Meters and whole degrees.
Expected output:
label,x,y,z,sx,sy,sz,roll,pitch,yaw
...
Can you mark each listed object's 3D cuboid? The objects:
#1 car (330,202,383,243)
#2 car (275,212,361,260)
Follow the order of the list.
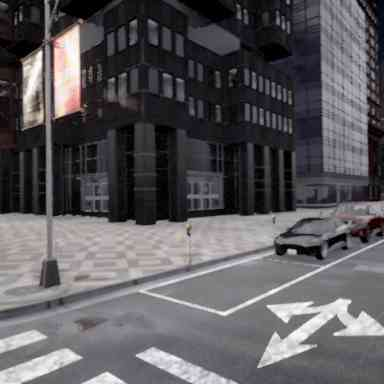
label,x,y,z,sx,sy,sz,roll,pitch,yaw
car,8.484,1.453,17.166,2.192,1.841,5.009,-2,-1,42
car,4.890,1.695,13.100,1.947,1.339,4.313,-2,-1,42
